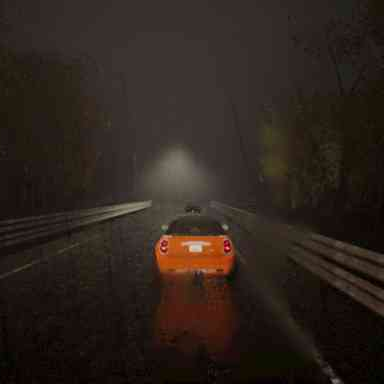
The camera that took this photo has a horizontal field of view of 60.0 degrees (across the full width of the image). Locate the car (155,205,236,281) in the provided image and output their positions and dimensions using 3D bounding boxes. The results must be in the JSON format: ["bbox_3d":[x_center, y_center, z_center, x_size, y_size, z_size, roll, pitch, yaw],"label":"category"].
[{"bbox_3d":[0.095,1.454,10.388,2.097,1.767,4.553,0,-1,0],"label":"car"}]

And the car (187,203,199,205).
[{"bbox_3d":[0.099,2.007,41.979,1.895,1.301,4.718,0,-1,0],"label":"car"}]
